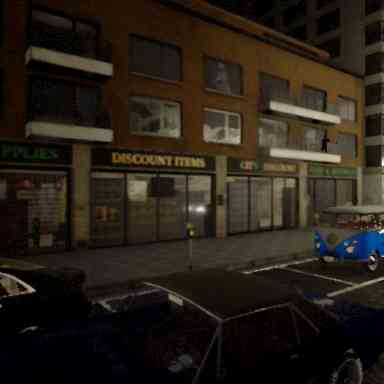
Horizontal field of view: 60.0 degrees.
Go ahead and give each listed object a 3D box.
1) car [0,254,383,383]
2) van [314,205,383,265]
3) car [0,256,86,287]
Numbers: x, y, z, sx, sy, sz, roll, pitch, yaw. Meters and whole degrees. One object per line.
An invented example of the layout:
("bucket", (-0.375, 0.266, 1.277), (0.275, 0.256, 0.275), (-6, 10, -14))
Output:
("car", (-0.049, 1.600, 3.323), (4.718, 1.301, 1.895), (0, 0, -35))
("van", (5.519, 1.333, 10.466), (3.998, 1.788, 1.690), (0, 0, -35))
("car", (-3.480, 1.551, 4.052), (4.403, 1.369, 2.008), (0, 0, -35))
